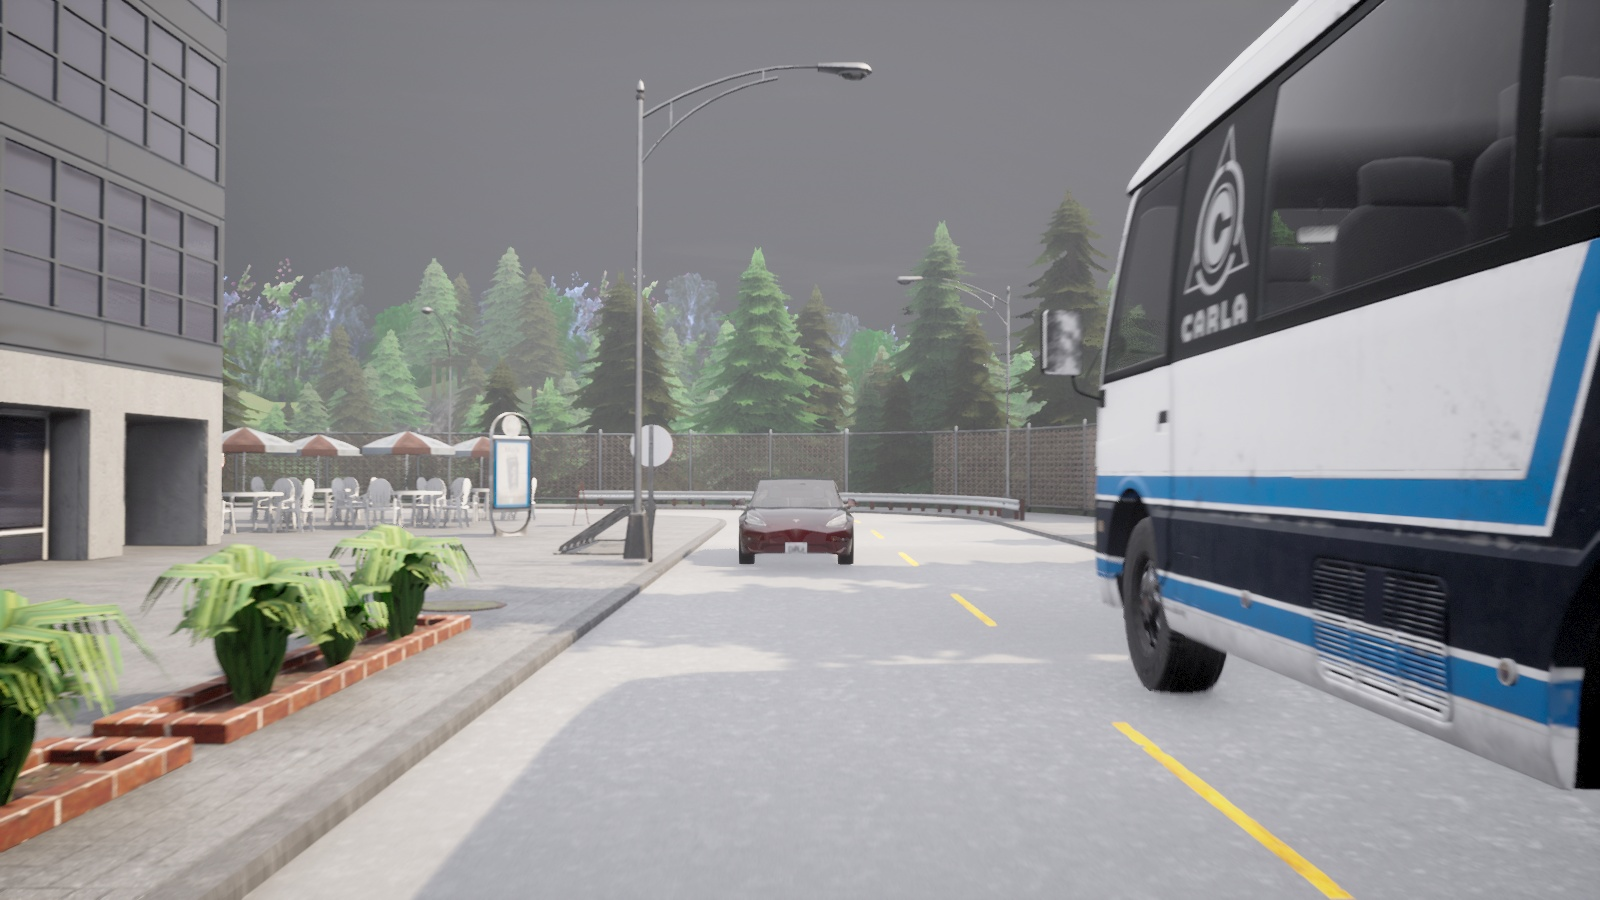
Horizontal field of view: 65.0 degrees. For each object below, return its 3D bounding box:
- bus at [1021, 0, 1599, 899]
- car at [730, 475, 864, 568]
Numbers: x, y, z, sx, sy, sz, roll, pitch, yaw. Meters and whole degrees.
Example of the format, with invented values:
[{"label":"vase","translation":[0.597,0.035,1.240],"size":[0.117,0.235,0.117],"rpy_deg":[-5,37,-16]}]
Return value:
[{"label":"bus","translation":[3.979,-0.470,6.133],"size":[3.944,4.253,10.273],"rpy_deg":[0,-1,0]},{"label":"car","translation":[-0.054,1.211,22.745],"size":[2.163,1.488,4.792],"rpy_deg":[0,-1,0]}]
